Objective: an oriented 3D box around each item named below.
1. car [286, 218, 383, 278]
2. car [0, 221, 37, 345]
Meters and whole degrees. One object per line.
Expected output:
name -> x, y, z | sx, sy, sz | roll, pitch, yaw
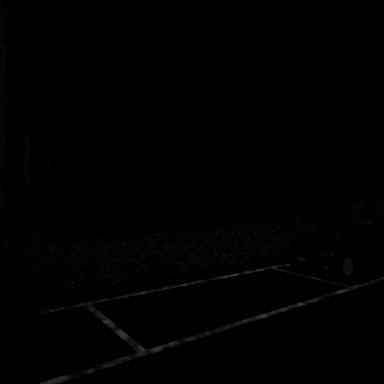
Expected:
car -> 4.750, 1.545, 10.145 | 4.507, 1.381, 1.887 | 0, 1, -35
car -> -4.406, 1.312, 3.610 | 5.009, 1.841, 2.192 | 0, 1, -35
